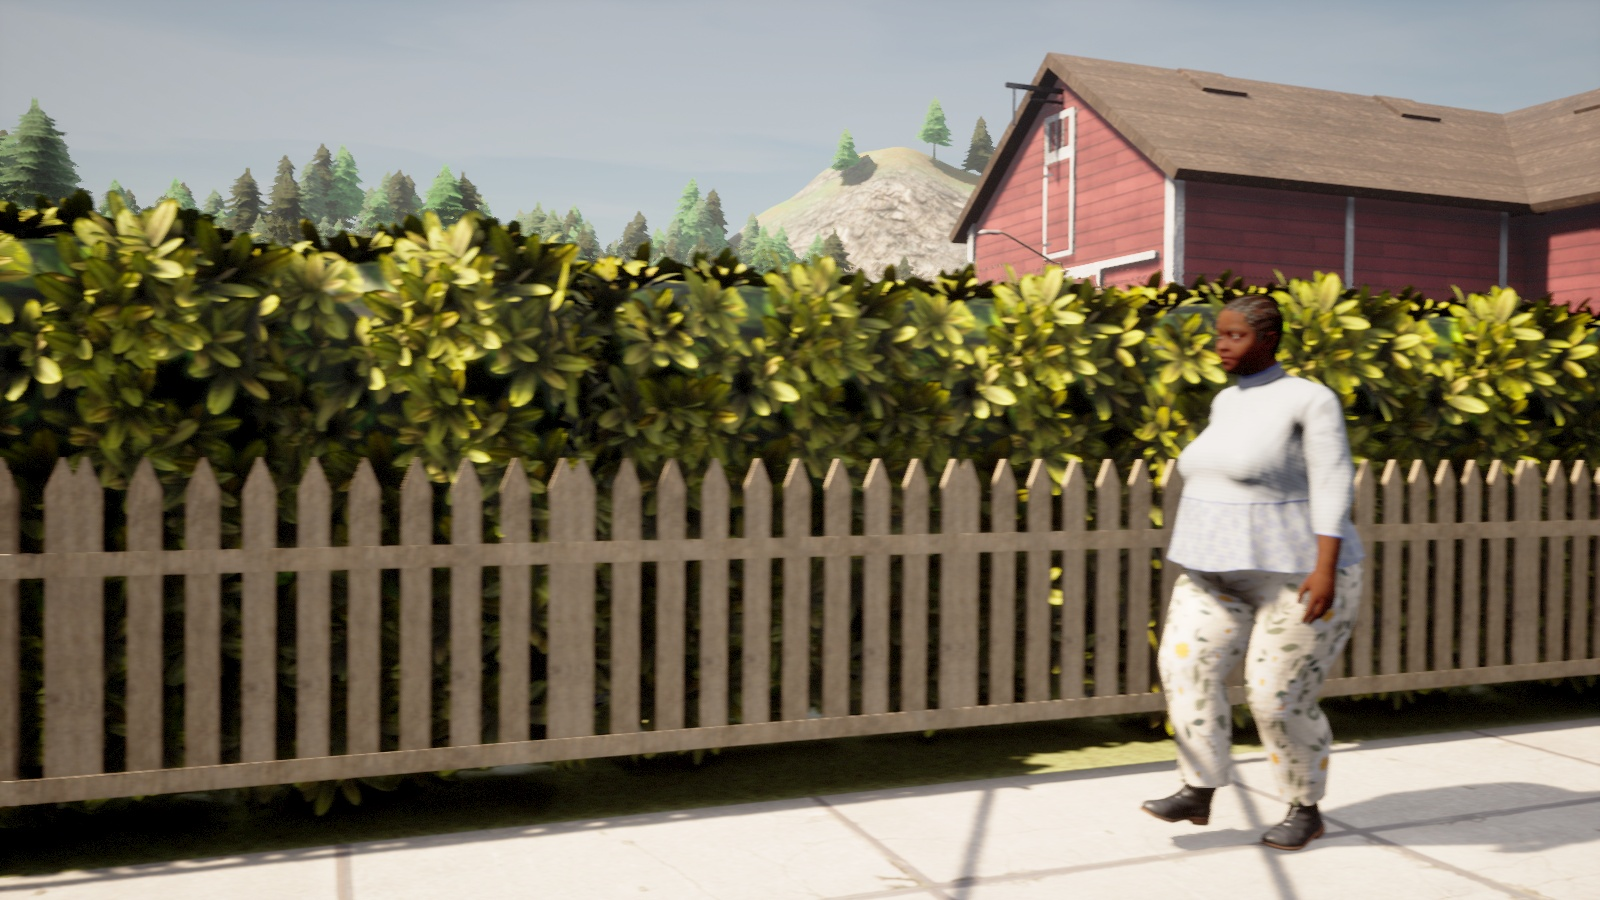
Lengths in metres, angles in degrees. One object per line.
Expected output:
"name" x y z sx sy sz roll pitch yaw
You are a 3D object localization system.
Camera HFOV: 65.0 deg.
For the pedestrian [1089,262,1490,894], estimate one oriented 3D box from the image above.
"pedestrian" 1.615 0.367 4.242 0.900 1.855 0.874 -1 1 -20
